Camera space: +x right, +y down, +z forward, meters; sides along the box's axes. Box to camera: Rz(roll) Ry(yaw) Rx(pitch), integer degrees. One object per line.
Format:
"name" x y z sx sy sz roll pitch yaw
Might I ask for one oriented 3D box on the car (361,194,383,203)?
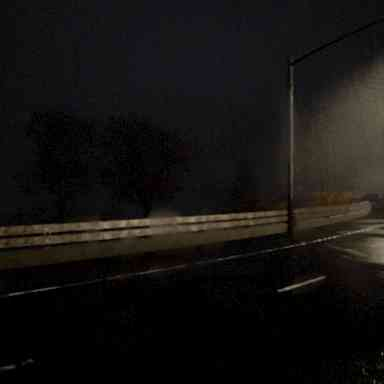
"car" 38.690 1.394 72.224 2.150 2.045 5.566 0 0 9
